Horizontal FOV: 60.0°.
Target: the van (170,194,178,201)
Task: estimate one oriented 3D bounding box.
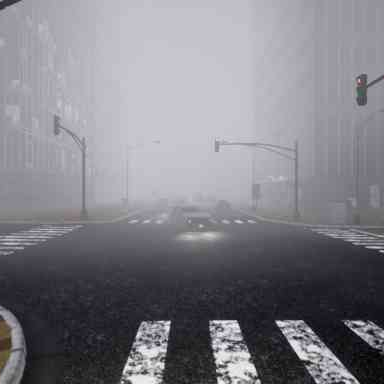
[{"bbox_3d":[-4.414,1.321,80.448,1.690,1.788,3.998,0,0,0],"label":"van"}]

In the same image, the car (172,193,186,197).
[{"bbox_3d":[-1.752,1.357,56.296,2.097,1.767,4.553,0,0,0],"label":"car"}]

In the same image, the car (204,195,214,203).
[{"bbox_3d":[3.548,1.432,69.452,1.967,1.590,4.097,0,0,0],"label":"car"}]

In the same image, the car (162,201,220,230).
[{"bbox_3d":[-0.236,1.569,21.656,2.033,1.411,5.357,0,0,-17],"label":"car"}]

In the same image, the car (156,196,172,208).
[{"bbox_3d":[-4.171,1.592,47.283,1.802,1.307,4.206,0,0,0],"label":"car"}]

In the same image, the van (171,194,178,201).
[{"bbox_3d":[-4.454,1.315,85.976,1.690,1.788,3.998,0,0,0],"label":"van"}]

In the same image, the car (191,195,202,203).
[{"bbox_3d":[0.957,1.512,73.157,2.128,1.511,4.902,0,0,0],"label":"car"}]

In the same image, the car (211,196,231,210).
[{"bbox_3d":[3.799,1.579,41.815,1.947,1.339,4.313,0,0,0],"label":"car"}]

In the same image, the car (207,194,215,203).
[{"bbox_3d":[3.588,1.313,63.923,2.192,1.841,5.009,0,0,0],"label":"car"}]

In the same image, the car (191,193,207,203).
[{"bbox_3d":[1.131,1.220,62.811,2.150,2.045,5.566,0,0,0],"label":"car"}]

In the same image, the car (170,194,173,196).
[{"bbox_3d":[-4.292,1.564,63.866,1.947,1.339,4.313,0,0,0],"label":"car"}]

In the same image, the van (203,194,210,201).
[{"bbox_3d":[3.466,1.321,80.506,1.690,1.788,3.998,0,0,0],"label":"van"}]

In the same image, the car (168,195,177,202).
[{"bbox_3d":[-4.373,1.426,74.921,1.967,1.590,4.097,0,0,0],"label":"car"}]

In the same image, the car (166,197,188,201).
[{"bbox_3d":[-1.640,1.615,38.082,1.895,1.301,4.718,0,0,0],"label":"car"}]
